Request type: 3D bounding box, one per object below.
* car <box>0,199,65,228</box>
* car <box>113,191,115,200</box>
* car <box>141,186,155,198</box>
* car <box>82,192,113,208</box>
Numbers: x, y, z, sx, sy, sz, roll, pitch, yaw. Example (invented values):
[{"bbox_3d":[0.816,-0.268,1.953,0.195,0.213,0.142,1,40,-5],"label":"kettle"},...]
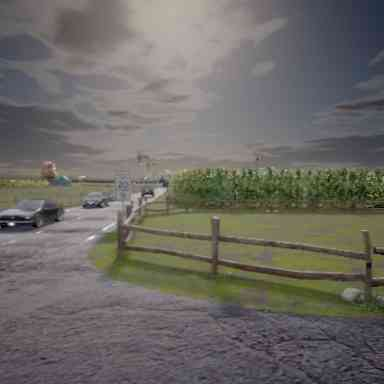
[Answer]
[{"bbox_3d":[-8.635,1.075,18.314,2.033,1.411,5.357,1,1,-3],"label":"car"},{"bbox_3d":[-10.063,0.463,46.115,1.837,1.490,4.892,1,2,-3],"label":"car"},{"bbox_3d":[-7.902,-0.089,60.239,2.150,2.045,5.566,1,0,-3],"label":"car"},{"bbox_3d":[-9.395,0.742,32.760,1.837,1.490,4.892,1,1,-3],"label":"car"}]
